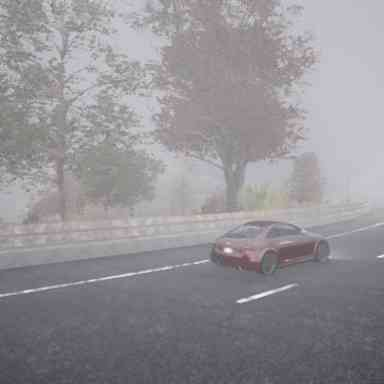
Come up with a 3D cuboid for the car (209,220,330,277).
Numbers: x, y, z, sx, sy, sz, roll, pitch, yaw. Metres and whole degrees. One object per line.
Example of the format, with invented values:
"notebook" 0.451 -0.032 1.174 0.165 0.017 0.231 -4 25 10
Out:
"car" 2.547 1.588 10.496 4.181 1.385 1.994 0 0 -40
